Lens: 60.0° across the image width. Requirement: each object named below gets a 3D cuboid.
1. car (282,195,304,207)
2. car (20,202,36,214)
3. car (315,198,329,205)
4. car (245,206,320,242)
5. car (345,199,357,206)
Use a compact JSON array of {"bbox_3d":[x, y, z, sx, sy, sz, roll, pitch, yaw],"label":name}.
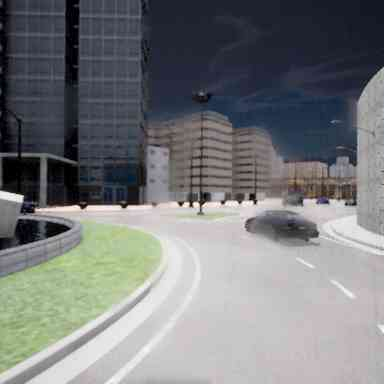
[{"bbox_3d":[18.203,1.616,59.799,2.150,2.045,5.566,0,0,40],"label":"car"},{"bbox_3d":[-18.221,1.572,33.826,4.181,1.385,1.994,0,0,0],"label":"car"},{"bbox_3d":[28.243,2.050,71.880,1.812,1.442,4.674,0,0,40],"label":"car"},{"bbox_3d":[4.436,1.654,17.230,2.033,1.411,5.357,1,0,-10],"label":"car"},{"bbox_3d":[31.003,2.066,64.224,1.994,1.385,4.181,0,0,40],"label":"car"}]
